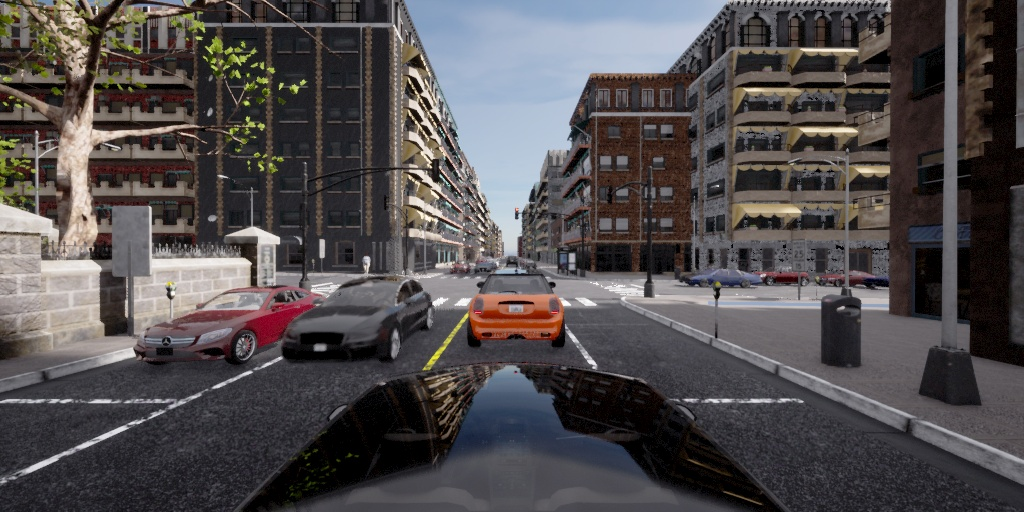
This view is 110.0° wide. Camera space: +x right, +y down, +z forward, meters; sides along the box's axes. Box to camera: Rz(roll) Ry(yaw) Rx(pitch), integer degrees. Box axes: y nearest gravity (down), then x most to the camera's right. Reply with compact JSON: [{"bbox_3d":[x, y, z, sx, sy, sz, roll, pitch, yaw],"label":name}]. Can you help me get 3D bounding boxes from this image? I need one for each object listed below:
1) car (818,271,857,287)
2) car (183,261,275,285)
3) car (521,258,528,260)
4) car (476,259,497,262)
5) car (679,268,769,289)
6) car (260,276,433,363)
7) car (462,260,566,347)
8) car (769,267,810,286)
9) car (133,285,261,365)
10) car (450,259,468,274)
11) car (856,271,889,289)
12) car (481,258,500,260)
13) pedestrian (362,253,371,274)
[{"bbox_3d":[27.016,1.813,28.936,4.207,1.307,1.802,0,0,-1],"label":"car"},{"bbox_3d":[-17.677,1.035,22.569,4.181,1.385,1.994,1,0,-1],"label":"car"},{"bbox_3d":[2.622,1.298,51.668,2.007,1.370,4.403,0,0,0],"label":"car"},{"bbox_3d":[-3.146,1.312,40.982,1.994,1.385,4.181,0,0,0],"label":"car"},{"bbox_3d":[15.215,1.584,26.214,5.357,1.411,2.033,1,0,-1],"label":"car"},{"bbox_3d":[-3.114,1.255,8.255,1.837,1.490,4.892,0,0,0],"label":"car"},{"bbox_3d":[0.116,1.101,9.484,2.097,1.767,4.553,0,0,1],"label":"car"},{"bbox_3d":[21.343,1.571,28.859,4.097,1.591,1.967,0,0,-1],"label":"car"},{"bbox_3d":[-5.697,1.331,7.974,1.802,1.307,4.207,0,0,0],"label":"car"},{"bbox_3d":[-5.743,1.187,40.385,1.967,1.591,4.097,0,0,0],"label":"car"},{"bbox_3d":[28.798,1.878,26.395,4.718,1.301,1.895,1,0,-1],"label":"car"},{"bbox_3d":[-3.155,1.312,49.956,1.994,1.385,4.181,0,0,0],"label":"car"},{"bbox_3d":[-12.754,0.651,31.367,0.375,1.860,0.375,0,-1,-1],"label":"pedestrian"}]
